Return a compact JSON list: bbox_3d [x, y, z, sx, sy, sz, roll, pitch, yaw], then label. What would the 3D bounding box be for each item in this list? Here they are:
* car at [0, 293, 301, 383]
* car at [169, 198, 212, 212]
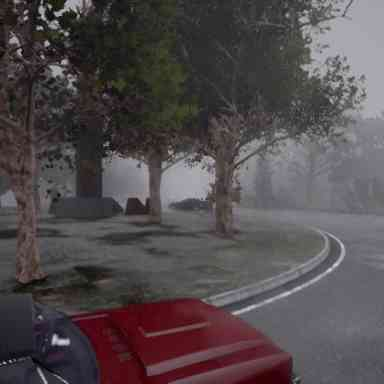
[{"bbox_3d":[-1.434,1.599,2.656,4.718,1.301,1.895,0,0,-27],"label":"car"},{"bbox_3d":[-0.206,1.380,36.081,5.008,1.535,1.882,0,0,35],"label":"car"}]
